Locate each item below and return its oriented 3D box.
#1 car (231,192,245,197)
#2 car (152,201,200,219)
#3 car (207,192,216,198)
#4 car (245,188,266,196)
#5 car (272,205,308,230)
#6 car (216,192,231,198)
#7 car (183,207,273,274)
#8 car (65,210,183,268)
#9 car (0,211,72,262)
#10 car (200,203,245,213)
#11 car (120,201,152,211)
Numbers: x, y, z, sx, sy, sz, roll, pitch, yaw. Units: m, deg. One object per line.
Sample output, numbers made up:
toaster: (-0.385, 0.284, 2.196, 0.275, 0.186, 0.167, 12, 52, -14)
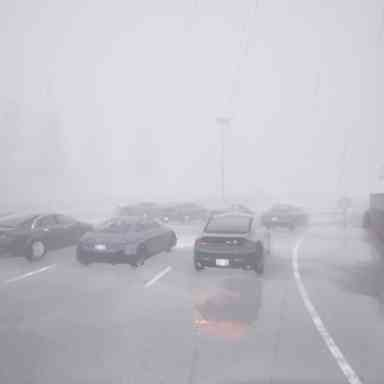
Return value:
car: (11.001, 0.646, 72.701, 1.994, 1.385, 4.181, 0, 1, 33)
car: (-0.421, 1.430, 23.614, 1.837, 1.490, 4.892, -1, 1, 31)
car: (5.162, 0.666, 76.562, 1.812, 1.442, 4.674, 0, 1, 33)
car: (13.896, 0.296, 70.738, 2.150, 2.045, 5.566, 0, 1, 33)
car: (5.617, 1.437, 20.064, 1.994, 1.385, 4.181, 0, 0, 32)
car: (8.081, 0.658, 74.631, 2.033, 1.411, 5.357, 0, 1, 33)
car: (1.386, 1.420, 10.320, 1.837, 1.490, 4.892, -1, 0, 16)
car: (-2.002, 1.504, 11.196, 1.994, 1.385, 4.181, 0, 0, 16)
car: (-5.381, 1.471, 12.113, 1.837, 1.490, 4.892, -1, 0, 16)
car: (2.632, 1.423, 21.894, 1.812, 1.442, 4.674, 0, 0, 32)
car: (-3.433, 1.454, 25.399, 1.837, 1.490, 4.892, -1, 0, 31)
